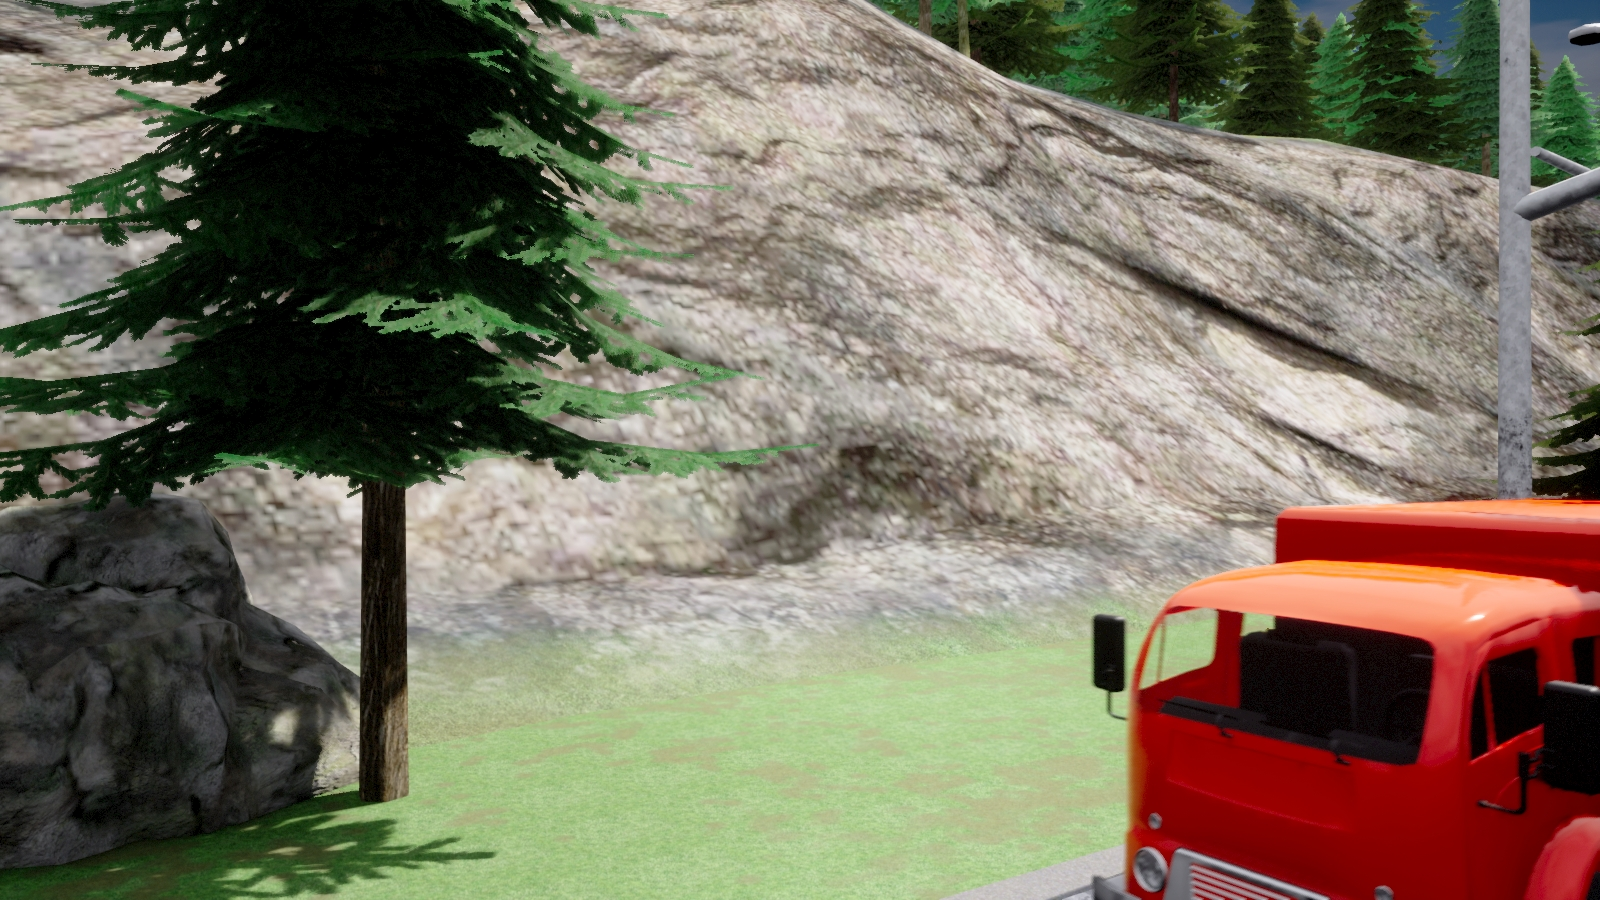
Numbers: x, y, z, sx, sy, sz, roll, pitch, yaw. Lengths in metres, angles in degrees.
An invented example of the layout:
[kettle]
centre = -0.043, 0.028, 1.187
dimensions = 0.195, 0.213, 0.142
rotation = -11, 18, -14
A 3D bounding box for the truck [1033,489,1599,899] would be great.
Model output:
[truck]
centre = 4.162, 1.548, 6.675
dimensions = 5.204, 2.467, 2.627
rotation = 0, 0, -35
